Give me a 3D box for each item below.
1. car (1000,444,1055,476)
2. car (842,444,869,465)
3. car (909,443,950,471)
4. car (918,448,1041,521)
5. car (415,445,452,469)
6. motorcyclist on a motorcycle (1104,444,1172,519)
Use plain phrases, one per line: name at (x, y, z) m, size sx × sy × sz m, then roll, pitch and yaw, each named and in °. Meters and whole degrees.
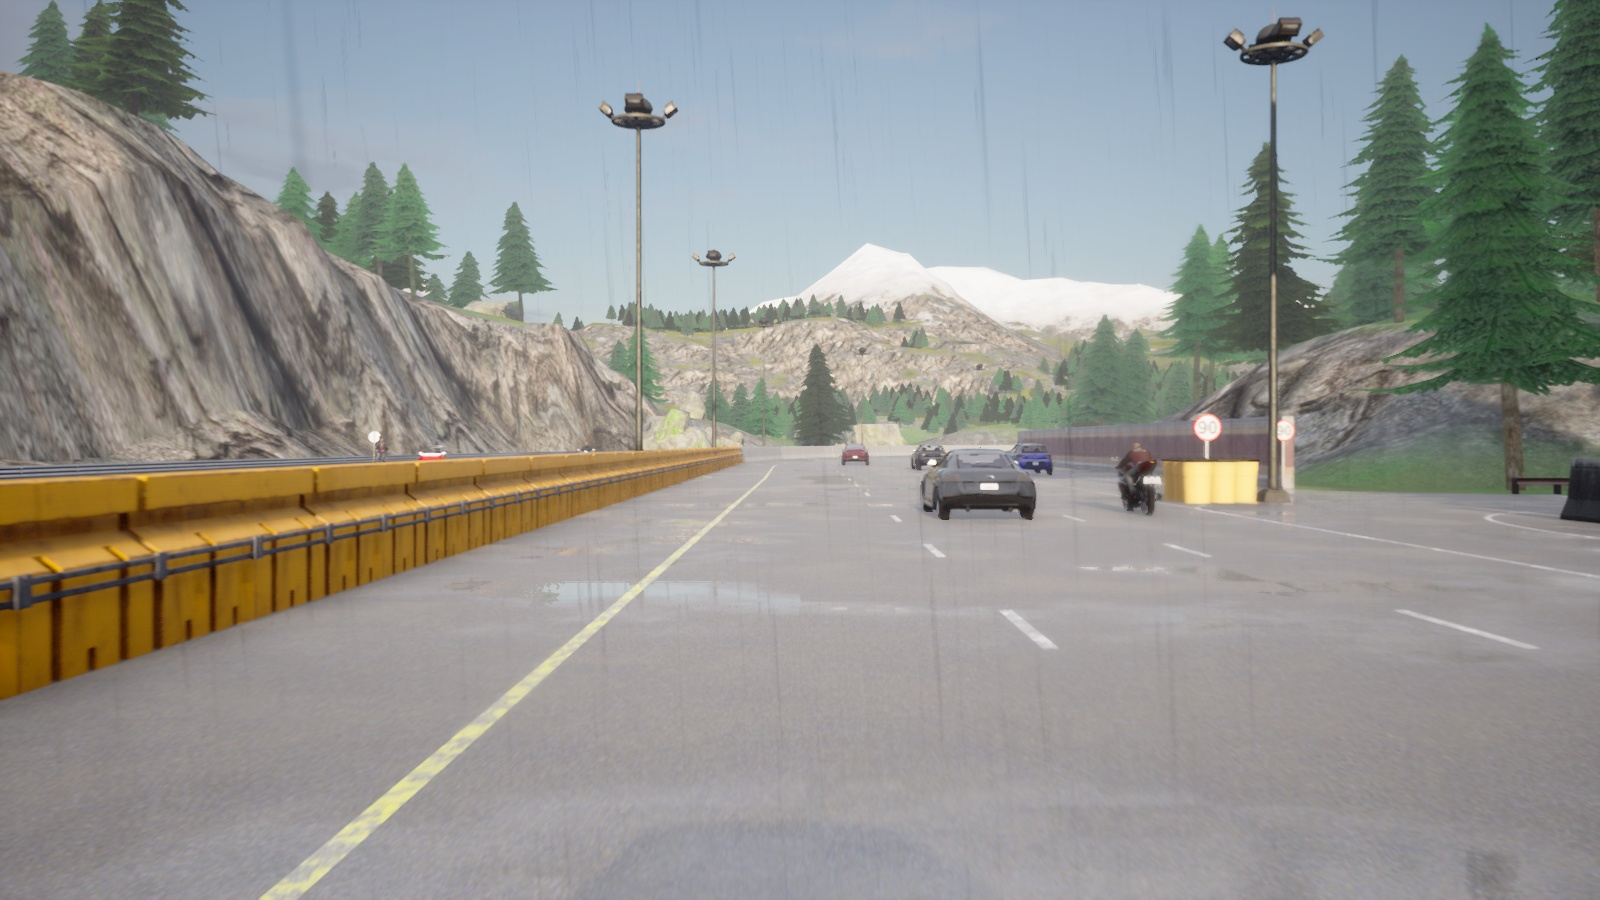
car at (10.726, 0.436, 59.464) m, size 1.816 × 1.474 × 4.193 m, roll 0°, pitch 0°, yaw 0°
car at (3.850, 0.289, 86.833) m, size 1.812 × 1.442 × 4.674 m, roll 0°, pitch 0°, yaw 3°
car at (7.146, 0.377, 69.479) m, size 1.816 × 1.474 × 4.193 m, roll 0°, pitch 0°, yaw 0°
car at (3.648, 0.666, 26.295) m, size 1.994 × 1.385 × 4.181 m, roll 0°, pitch 0°, yaw 0°
car at (-20.868, 0.384, 71.600) m, size 1.481 × 1.376 × 2.207 m, roll 0°, pitch 0°, yaw 0°
motorcyclist on a motorcycle at (7.151, 0.638, 26.694) m, size 0.866 × 1.530 × 2.191 m, roll 0°, pitch 0°, yaw 0°
